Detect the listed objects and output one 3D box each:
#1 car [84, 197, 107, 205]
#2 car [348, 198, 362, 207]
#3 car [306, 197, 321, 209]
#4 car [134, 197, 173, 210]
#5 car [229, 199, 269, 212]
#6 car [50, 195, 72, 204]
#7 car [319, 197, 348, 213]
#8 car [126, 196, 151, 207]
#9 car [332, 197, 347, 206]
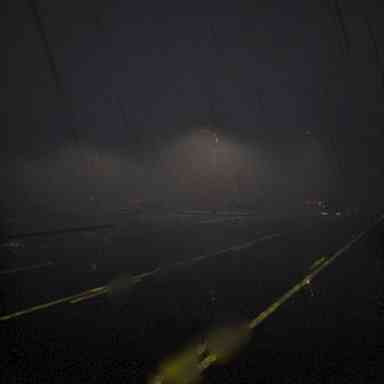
[{"bbox_3d":[-16.169,1.547,55.751,4.181,1.385,1.994,0,0,33],"label":"car"},{"bbox_3d":[26.372,1.700,54.013,2.128,1.511,4.902,0,0,34],"label":"car"},{"bbox_3d":[17.798,1.506,47.400,2.097,1.767,4.553,0,0,33],"label":"car"},{"bbox_3d":[-4.932,1.630,44.207,4.718,1.301,1.895,0,0,34],"label":"car"},{"bbox_3d":[6.866,1.578,40.306,4.902,1.511,2.128,0,1,26],"label":"car"},{"bbox_3d":[-24.053,1.441,60.902,4.902,1.511,2.128,0,0,33],"label":"car"},{"bbox_3d":[16.975,1.645,39.797,1.837,1.490,4.892,0,0,33],"label":"car"},{"bbox_3d":[-7.843,1.374,50.297,4.553,1.767,2.097,0,0,33],"label":"car"},{"bbox_3d":[27.543,1.721,62.047,1.812,1.442,4.674,0,0,34],"label":"car"}]
